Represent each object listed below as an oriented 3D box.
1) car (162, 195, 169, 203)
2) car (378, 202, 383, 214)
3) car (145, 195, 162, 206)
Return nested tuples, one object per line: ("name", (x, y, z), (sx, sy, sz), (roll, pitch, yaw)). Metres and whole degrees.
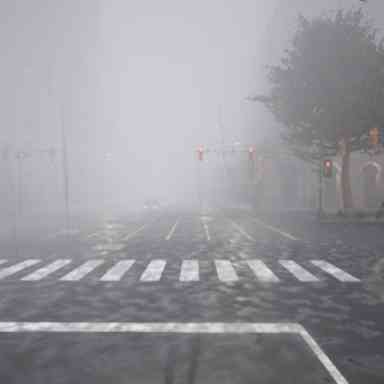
("car", (-6.482, 1.308, 68.328), (2.097, 1.767, 4.553), (0, 0, 1))
("car", (19.667, 1.203, 29.466), (5.566, 2.045, 2.150), (0, 0, 1))
("car", (-6.688, 1.443, 55.487), (1.882, 1.535, 5.008), (0, 0, 1))
